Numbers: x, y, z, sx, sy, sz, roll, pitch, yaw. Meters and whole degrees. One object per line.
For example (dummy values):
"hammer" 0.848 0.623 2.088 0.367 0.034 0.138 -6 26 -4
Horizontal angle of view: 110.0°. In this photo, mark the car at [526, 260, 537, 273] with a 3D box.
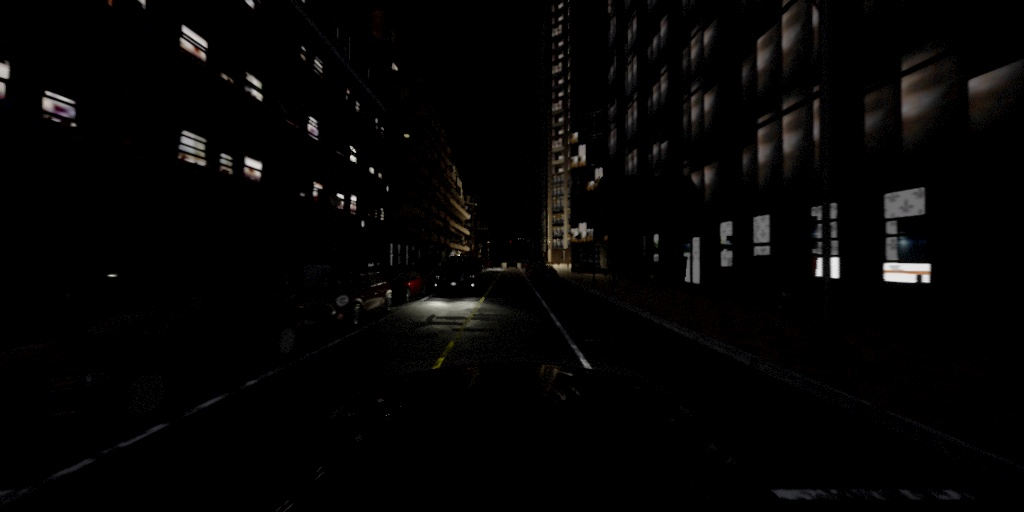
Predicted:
"car" 2.555 1.346 33.718 1.751 1.417 4.829 0 0 0

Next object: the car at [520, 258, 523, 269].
"car" 2.547 1.434 61.397 1.751 1.417 4.829 0 0 0

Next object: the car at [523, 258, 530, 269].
"car" 2.735 1.316 46.886 1.801 1.575 5.366 0 0 0

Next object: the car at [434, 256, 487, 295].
"car" -2.857 1.007 20.295 2.150 2.045 5.566 0 0 0

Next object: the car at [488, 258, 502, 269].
"car" -2.801 1.475 62.098 1.994 1.385 4.181 0 0 1

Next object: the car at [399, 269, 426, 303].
"car" -5.320 1.323 16.931 1.888 1.381 4.507 0 0 0

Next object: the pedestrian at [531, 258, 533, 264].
"pedestrian" 2.735 1.164 49.886 0.375 1.860 0.375 0 -1 0

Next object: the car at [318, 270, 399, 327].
"car" -5.318 1.207 11.394 1.967 1.591 4.097 0 0 0

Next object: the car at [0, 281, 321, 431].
"car" -5.316 1.302 5.859 1.888 1.381 4.507 0 0 0

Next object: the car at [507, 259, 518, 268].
"car" 0.005 1.407 63.255 2.128 1.511 4.902 0 0 0

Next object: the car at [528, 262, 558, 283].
"car" 2.557 1.371 28.011 1.948 1.339 4.313 0 0 0
